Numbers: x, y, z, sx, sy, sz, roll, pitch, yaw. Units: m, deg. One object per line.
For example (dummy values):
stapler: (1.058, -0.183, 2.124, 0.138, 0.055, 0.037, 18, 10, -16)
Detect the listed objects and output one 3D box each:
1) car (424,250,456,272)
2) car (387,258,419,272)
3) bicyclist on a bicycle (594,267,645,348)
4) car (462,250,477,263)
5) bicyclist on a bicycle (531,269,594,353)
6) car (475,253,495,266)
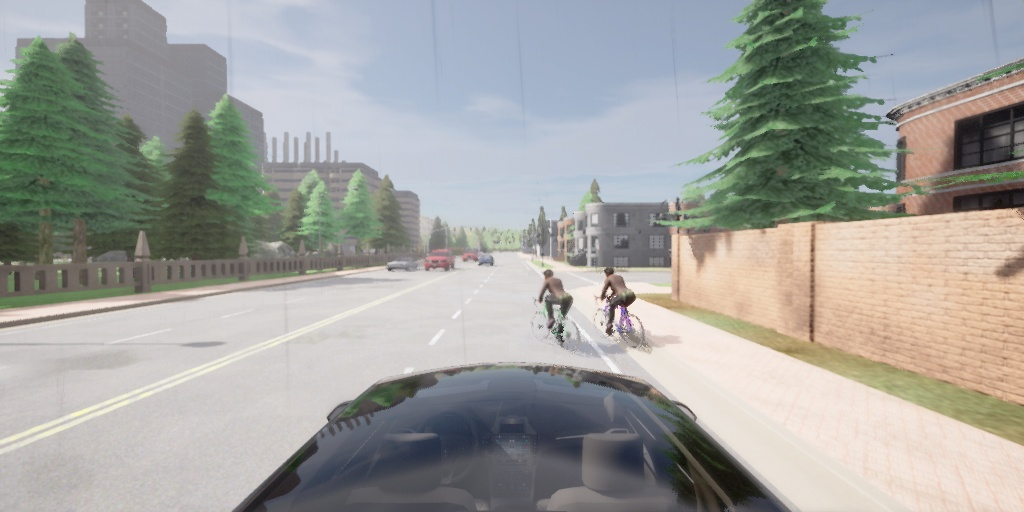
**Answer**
car: (-7.054, 0.422, 35.502, 2.150, 2.045, 5.566, 0, 1, 0)
car: (-10.555, 0.813, 34.862, 1.895, 1.301, 4.718, 0, 1, 0)
bicyclist on a bicycle: (2.219, 1.068, 7.694, 0.582, 1.620, 1.656, -3, 0, -23)
car: (-6.946, 0.021, 60.479, 2.150, 2.045, 5.566, 0, 0, 1)
bicyclist on a bicycle: (0.864, 1.106, 7.511, 0.582, 1.620, 1.656, -1, 0, -31)
car: (-3.340, 0.548, 47.945, 2.033, 1.411, 5.357, 0, 1, 0)
